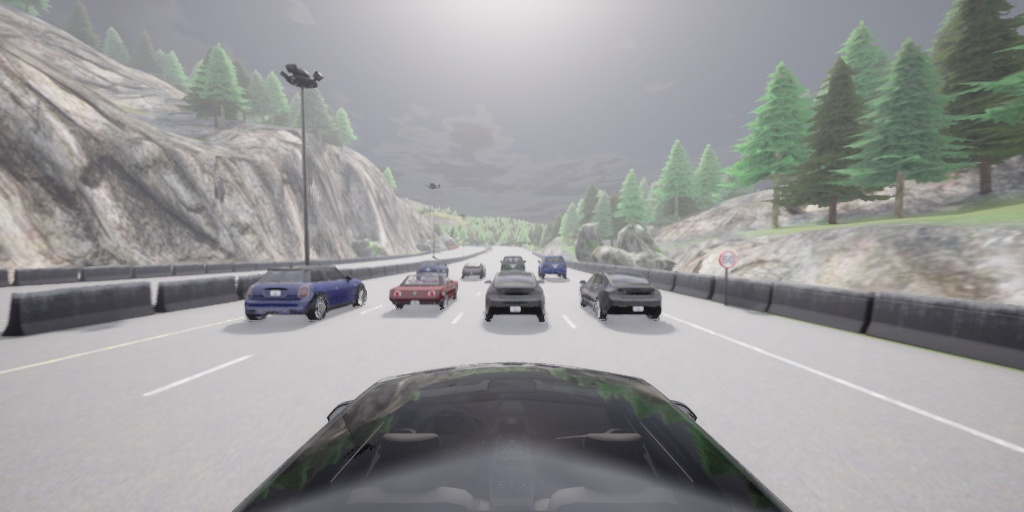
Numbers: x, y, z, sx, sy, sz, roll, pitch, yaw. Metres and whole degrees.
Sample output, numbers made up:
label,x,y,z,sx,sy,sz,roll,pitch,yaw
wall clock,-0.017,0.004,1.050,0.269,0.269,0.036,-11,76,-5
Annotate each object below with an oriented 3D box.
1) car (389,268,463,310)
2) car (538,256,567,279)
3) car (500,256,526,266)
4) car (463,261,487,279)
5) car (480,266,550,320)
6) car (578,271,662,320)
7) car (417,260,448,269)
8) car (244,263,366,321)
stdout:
label,x,y,z,sx,sy,sz,roll,pitch,yaw
car,-3.407,1.362,14.846,1.895,1.301,4.718,0,0,0
car,3.585,0.971,32.443,2.150,2.045,5.566,0,0,0
car,0.085,0.971,32.380,2.150,2.045,5.566,0,0,0
car,-3.415,1.240,32.761,2.128,1.511,4.902,0,0,0
car,0.095,1.264,12.585,1.837,1.490,4.892,0,0,0
car,3.595,1.264,12.625,1.837,1.490,4.892,0,0,0
car,-6.915,1.104,31.674,2.097,1.767,4.553,0,0,0
car,-6.906,1.111,12.594,2.097,1.767,4.553,0,0,0
